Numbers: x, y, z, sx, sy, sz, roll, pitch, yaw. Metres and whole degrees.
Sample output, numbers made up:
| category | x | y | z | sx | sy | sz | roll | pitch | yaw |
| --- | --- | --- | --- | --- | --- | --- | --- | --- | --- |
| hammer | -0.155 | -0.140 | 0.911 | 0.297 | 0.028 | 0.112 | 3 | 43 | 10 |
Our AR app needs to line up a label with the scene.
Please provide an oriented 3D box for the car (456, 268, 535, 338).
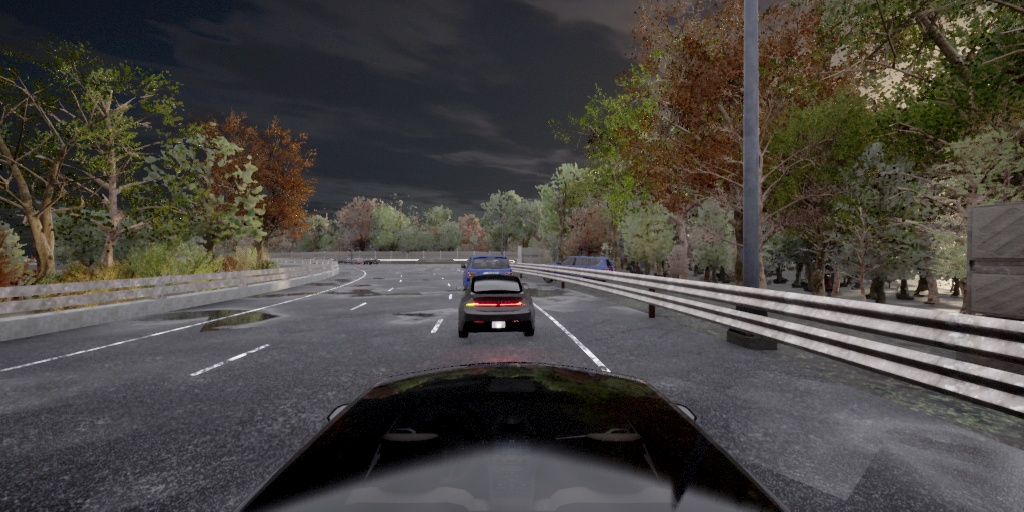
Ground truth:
| category | x | y | z | sx | sy | sz | roll | pitch | yaw |
| --- | --- | --- | --- | --- | --- | --- | --- | --- | --- |
| car | -0.517 | 1.255 | 10.252 | 1.837 | 1.490 | 4.892 | 0 | 0 | -5 |

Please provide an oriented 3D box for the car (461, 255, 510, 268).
| category | x | y | z | sx | sy | sz | roll | pitch | yaw |
| --- | --- | --- | --- | --- | --- | --- | --- | --- | --- |
| car | -1.279 | 0.971 | 17.635 | 2.150 | 2.045 | 5.566 | 0 | 0 | -9 |

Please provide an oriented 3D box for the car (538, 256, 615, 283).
| category | x | y | z | sx | sy | sz | roll | pitch | yaw |
| --- | --- | --- | --- | --- | --- | --- | --- | --- | --- |
| car | 4.678 | 1.004 | 26.110 | 5.566 | 2.045 | 2.150 | 3 | 1 | 27 |
